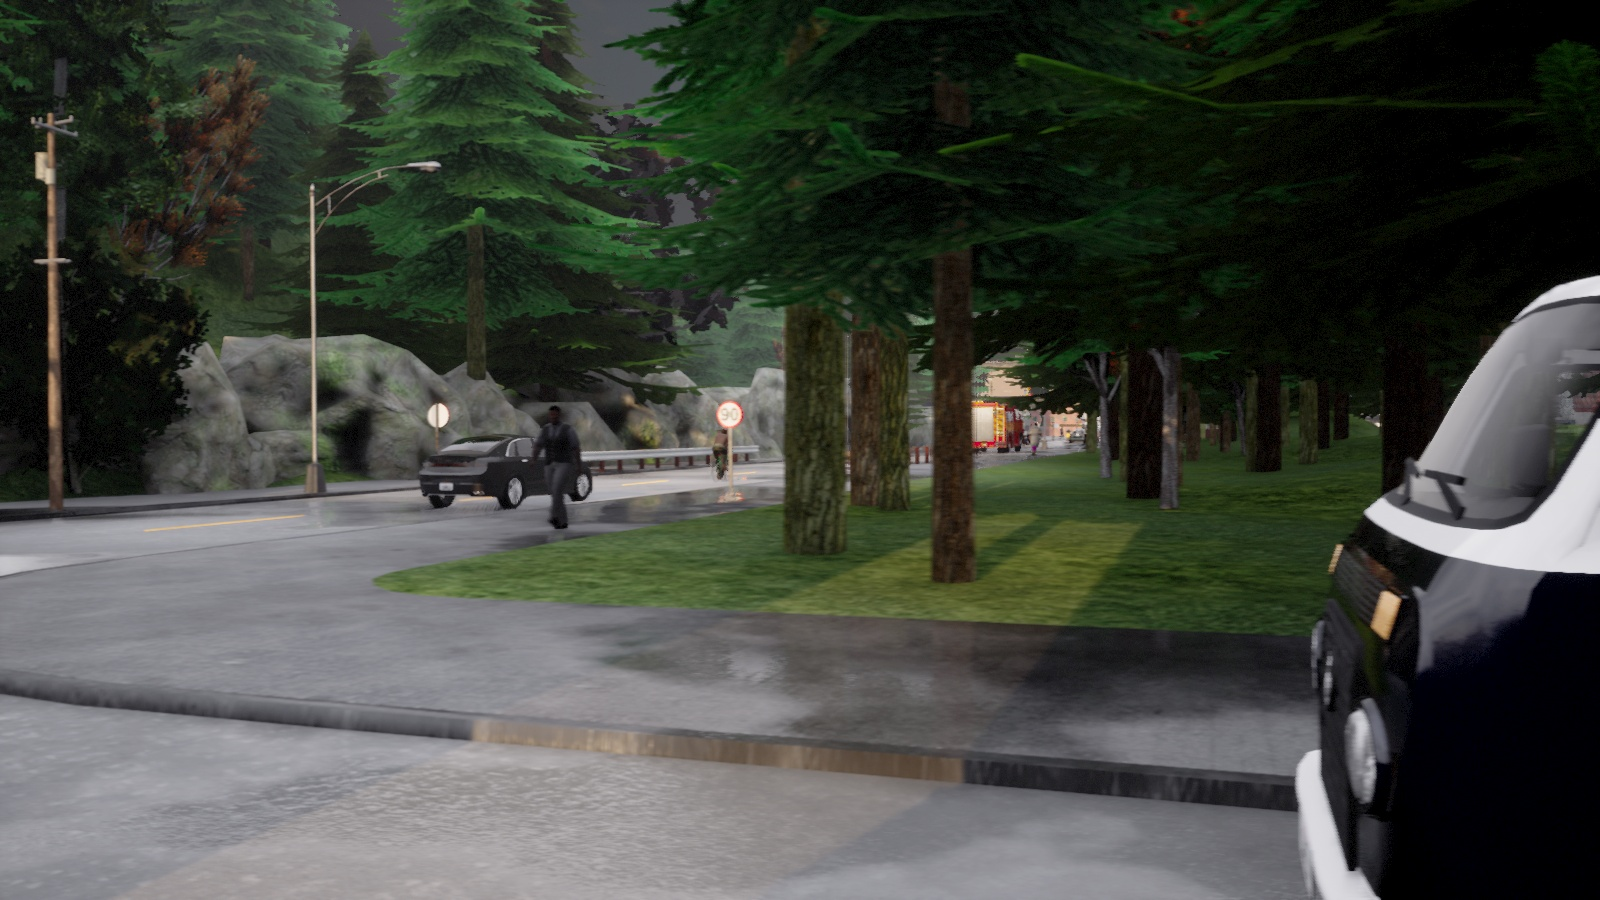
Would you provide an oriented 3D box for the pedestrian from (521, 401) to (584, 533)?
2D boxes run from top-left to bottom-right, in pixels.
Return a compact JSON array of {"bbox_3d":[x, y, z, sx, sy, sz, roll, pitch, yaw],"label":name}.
[{"bbox_3d":[-3.618,0.229,18.376,0.563,1.883,0.849,1,1,18],"label":"pedestrian"}]

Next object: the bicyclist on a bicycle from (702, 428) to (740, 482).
[{"bbox_3d":[-2.402,0.155,38.442,0.582,1.620,1.656,1,0,18],"label":"bicyclist on a bicycle"}]

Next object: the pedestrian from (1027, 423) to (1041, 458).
[{"bbox_3d":[13.151,-0.544,70.622,0.659,1.952,0.873,1,1,18],"label":"pedestrian"}]

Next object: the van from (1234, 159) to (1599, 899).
[{"bbox_3d":[3.294,0.521,2.615,4.480,2.038,2.069,1,1,18],"label":"van"}]

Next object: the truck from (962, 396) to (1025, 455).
[{"bbox_3d":[13.387,-1.666,86.163,2.891,3.827,8.468,1,1,18],"label":"truck"}]

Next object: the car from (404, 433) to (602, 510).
[{"bbox_3d":[-6.192,0.378,26.897,1.837,1.490,4.892,1,1,18],"label":"car"}]
